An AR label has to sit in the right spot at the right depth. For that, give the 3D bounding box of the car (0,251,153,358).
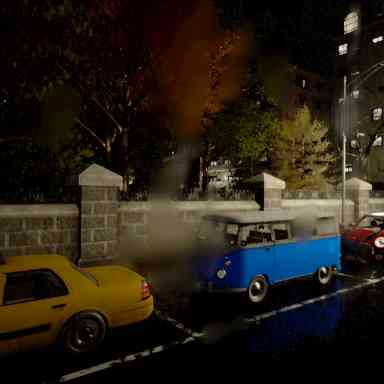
[{"bbox_3d":[-2.901,1.525,4.481,4.829,1.417,1.752,0,1,-36],"label":"car"}]

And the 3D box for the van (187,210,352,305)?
[{"bbox_3d":[1.806,1.343,7.840,3.998,1.788,1.690,0,1,-36],"label":"van"}]

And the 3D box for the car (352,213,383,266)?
[{"bbox_3d":[6.374,1.442,11.103,4.097,1.590,1.967,0,1,-36],"label":"car"}]
